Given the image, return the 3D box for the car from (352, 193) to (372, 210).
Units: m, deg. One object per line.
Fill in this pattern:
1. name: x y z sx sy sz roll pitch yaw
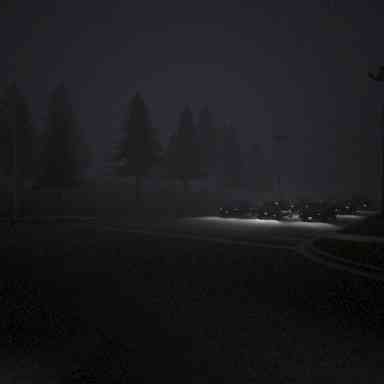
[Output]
1. car: 21.636 1.186 42.758 2.150 2.045 5.566 0 0 35

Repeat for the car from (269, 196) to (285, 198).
1. car: 9.321 1.277 37.430 2.097 1.767 4.553 0 0 35

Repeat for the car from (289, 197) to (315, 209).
1. car: 15.178 1.417 45.751 2.128 1.511 4.902 0 0 35

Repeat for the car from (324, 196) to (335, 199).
1. car: 18.685 1.300 44.594 2.097 1.767 4.553 0 0 37

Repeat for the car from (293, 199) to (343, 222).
1. car: 10.130 1.511 26.406 2.033 1.411 5.357 0 0 35

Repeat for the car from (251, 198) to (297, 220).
1. car: 6.982 1.508 28.014 1.994 1.385 4.181 0 0 35

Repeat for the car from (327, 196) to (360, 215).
1. car: 15.596 1.490 34.180 1.812 1.442 4.674 0 0 35

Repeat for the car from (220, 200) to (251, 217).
1. car: 4.273 1.450 30.211 1.812 1.442 4.674 0 0 35

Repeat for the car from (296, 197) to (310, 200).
1. car: 12.011 1.545 35.174 1.895 1.301 4.718 0 0 35
